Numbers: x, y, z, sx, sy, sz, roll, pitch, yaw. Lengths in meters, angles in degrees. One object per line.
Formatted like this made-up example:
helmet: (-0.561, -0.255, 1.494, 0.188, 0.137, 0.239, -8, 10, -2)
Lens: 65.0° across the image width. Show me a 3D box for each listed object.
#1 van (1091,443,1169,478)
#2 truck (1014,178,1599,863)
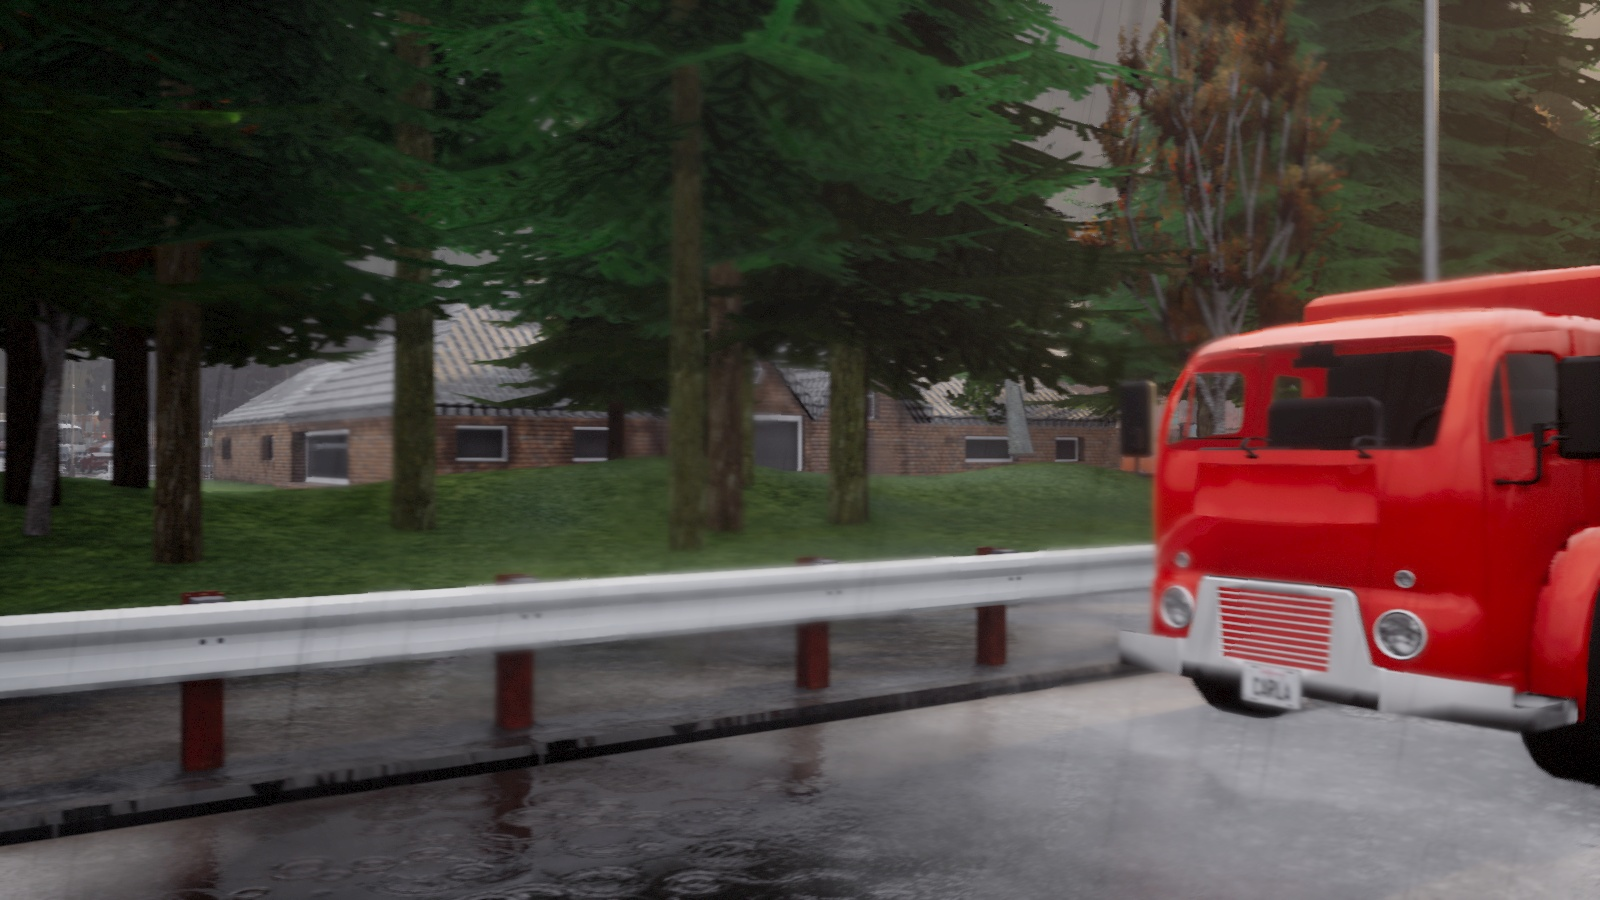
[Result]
van: (19.737, 0.613, 75.196, 1.775, 1.987, 4.442, 0, 0, -35)
truck: (4.024, 0.268, 7.089, 5.204, 2.467, 2.627, 0, 0, -35)
